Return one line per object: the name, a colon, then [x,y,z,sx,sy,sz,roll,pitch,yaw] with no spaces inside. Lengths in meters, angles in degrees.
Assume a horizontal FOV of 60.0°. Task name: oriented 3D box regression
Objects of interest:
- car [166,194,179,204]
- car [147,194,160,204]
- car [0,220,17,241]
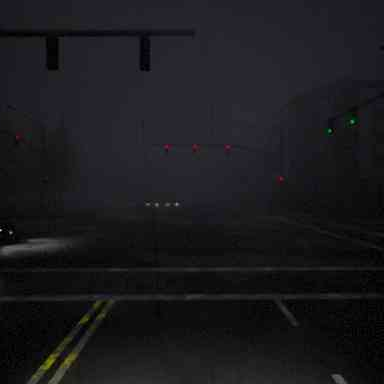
car: [-3.516,1.162,60.877,2.097,1.767,4.553,0,0,0]
car: [-7.016,1.162,60.877,2.097,1.767,4.553,0,0,0]
car: [-10.166,1.486,14.239,4.892,1.490,1.837,0,0,-1]
